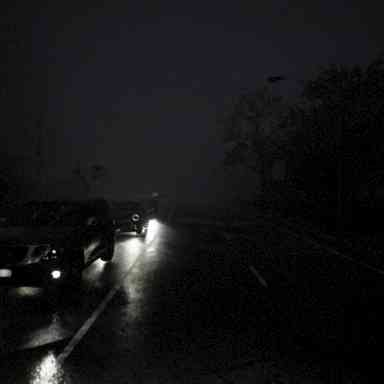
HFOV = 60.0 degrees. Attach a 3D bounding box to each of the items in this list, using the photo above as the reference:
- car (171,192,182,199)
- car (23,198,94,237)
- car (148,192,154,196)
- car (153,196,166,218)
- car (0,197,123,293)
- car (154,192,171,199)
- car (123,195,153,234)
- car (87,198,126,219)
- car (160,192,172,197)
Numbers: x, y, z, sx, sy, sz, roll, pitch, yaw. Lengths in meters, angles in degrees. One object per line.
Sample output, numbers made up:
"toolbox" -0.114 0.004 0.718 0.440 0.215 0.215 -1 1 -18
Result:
"car" -3.795 0.815 79.963 1.837 1.490 4.892 0 1 -18
"car" -7.124 1.272 18.383 2.097 1.767 4.553 0 0 0
"car" -10.357 0.623 88.414 1.812 1.442 4.674 0 1 -22
"car" -3.730 1.339 28.729 2.128 1.511 4.902 0 0 -1
"car" -3.620 1.186 9.128 2.150 2.045 5.566 0 0 0
"car" -7.063 0.824 78.697 1.837 1.490 4.892 0 1 -18
"car" -3.625 1.271 18.540 2.097 1.767 4.553 0 0 0
"car" -7.212 1.340 28.496 2.128 1.511 4.902 0 0 -1
"car" -7.132 0.683 89.778 1.895 1.301 4.718 0 1 -22
